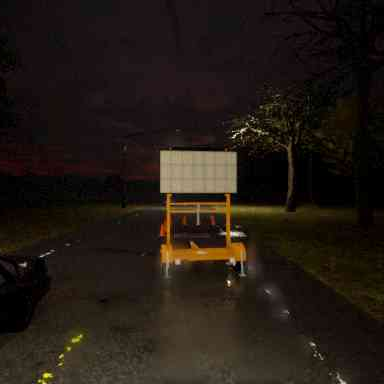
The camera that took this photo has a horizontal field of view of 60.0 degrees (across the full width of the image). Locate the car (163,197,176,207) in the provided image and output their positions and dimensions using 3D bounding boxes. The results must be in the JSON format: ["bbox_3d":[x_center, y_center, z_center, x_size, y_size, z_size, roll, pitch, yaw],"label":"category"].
[{"bbox_3d":[-3.595,1.521,53.507,1.882,1.535,5.008,0,0,0],"label":"car"}]

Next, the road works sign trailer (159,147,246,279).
[{"bbox_3d":[0.177,0.461,10.120,2.380,3.560,2.880,0,0,-8],"label":"road works sign trailer"}]

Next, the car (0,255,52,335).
[{"bbox_3d":[-3.607,1.545,4.091,2.033,1.411,5.357,0,0,0],"label":"car"}]
